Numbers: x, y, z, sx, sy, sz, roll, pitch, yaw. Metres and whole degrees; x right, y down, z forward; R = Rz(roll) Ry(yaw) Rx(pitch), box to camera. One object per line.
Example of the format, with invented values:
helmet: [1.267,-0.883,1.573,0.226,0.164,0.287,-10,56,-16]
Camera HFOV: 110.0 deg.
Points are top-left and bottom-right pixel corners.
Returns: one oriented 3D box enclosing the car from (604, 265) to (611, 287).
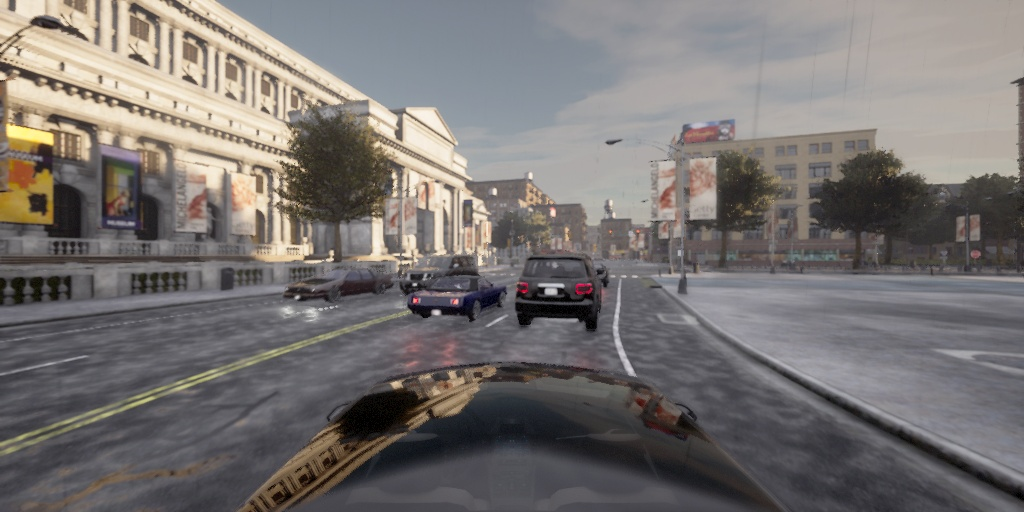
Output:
car: [5.589,1.216,24.346,2.128,1.511,4.902,0,0,17]

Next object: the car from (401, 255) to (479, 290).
car: [-3.562,0.954,18.884,2.150,2.045,5.566,0,0,18]

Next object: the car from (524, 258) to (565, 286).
car: [2.445,1.077,25.990,2.097,1.767,4.553,0,0,17]

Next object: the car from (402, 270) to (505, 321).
car: [-1.612,1.338,12.504,1.895,1.301,4.718,0,0,15]

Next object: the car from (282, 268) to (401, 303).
car: [-7.852,1.277,16.969,2.033,1.411,5.357,0,0,18]

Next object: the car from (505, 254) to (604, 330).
car: [1.669,0.963,11.404,2.150,2.045,5.566,0,0,15]
